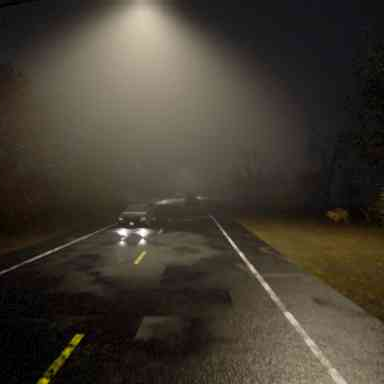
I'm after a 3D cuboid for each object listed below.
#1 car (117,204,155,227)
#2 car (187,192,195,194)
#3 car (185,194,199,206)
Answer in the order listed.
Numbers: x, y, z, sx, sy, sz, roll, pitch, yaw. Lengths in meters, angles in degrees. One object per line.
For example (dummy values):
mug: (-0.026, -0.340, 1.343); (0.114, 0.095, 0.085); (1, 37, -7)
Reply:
car: (-3.594, 1.501, 22.469); (2.033, 1.411, 5.357); (0, 0, 0)
car: (-0.214, 1.066, 77.059); (2.150, 2.045, 5.566); (0, 0, 0)
car: (0.016, 1.459, 50.738); (1.994, 1.385, 4.181); (0, 0, 0)
